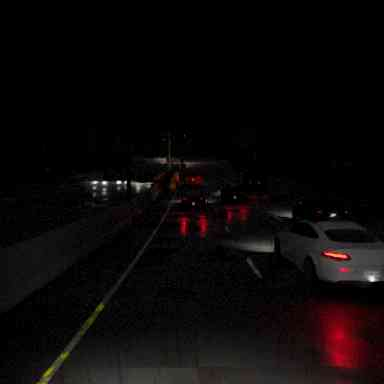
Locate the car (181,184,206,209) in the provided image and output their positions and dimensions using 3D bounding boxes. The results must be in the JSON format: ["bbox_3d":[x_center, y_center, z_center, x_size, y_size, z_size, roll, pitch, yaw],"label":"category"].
[{"bbox_3d":[0.101,0.432,25.949,1.812,1.442,4.674,0,5,0],"label":"car"}]

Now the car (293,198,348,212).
[{"bbox_3d":[7.101,1.033,18.696,1.994,1.385,4.181,0,4,0],"label":"car"}]

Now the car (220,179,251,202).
[{"bbox_3d":[3.603,-0.016,30.079,2.128,1.511,4.902,0,6,0],"label":"car"}]

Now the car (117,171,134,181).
[{"bbox_3d":[-10.406,-2.637,52.862,2.033,1.411,5.357,0,7,0],"label":"car"}]

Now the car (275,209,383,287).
[{"bbox_3d":[3.601,1.430,8.964,1.812,1.442,4.674,0,1,0],"label":"car"}]

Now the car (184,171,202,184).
[{"bbox_3d":[0.127,-1.723,42.327,2.150,2.045,5.566,0,7,0],"label":"car"}]

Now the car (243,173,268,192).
[{"bbox_3d":[7.118,-1.191,37.840,2.150,2.045,5.566,0,7,0],"label":"car"}]

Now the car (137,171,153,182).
[{"bbox_3d":[-6.951,-2.357,49.871,1.882,1.535,5.008,0,7,1],"label":"car"}]

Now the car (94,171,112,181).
[{"bbox_3d":[-13.919,-2.570,52.088,1.812,1.442,4.674,0,7,1],"label":"car"}]
